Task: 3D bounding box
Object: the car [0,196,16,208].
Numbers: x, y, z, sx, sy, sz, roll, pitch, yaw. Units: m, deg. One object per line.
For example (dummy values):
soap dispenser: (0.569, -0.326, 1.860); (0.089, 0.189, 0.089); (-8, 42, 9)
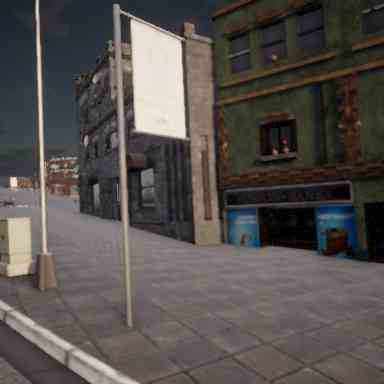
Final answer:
car: (-27.247, 1.394, 47.552); (2.097, 1.767, 4.553); (-3, 0, 2)
